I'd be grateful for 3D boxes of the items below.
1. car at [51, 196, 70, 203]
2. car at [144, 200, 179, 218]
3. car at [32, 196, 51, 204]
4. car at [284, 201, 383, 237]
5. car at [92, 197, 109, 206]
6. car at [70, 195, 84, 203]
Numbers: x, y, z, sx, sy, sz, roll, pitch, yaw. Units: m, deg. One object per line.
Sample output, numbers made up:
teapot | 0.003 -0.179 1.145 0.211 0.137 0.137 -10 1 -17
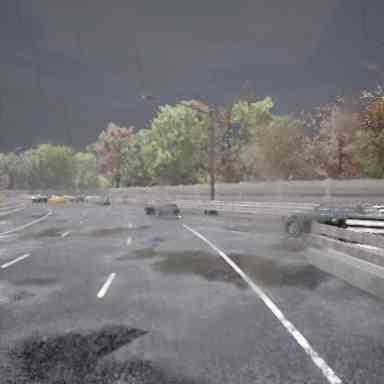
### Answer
car | -27.253 1.486 67.739 1.882 1.535 5.008 0 0 -40
car | -2.795 1.484 29.776 2.128 1.511 4.902 -1 0 -27
car | -29.992 1.506 65.560 1.882 1.535 5.008 0 0 -40
car | 6.614 1.271 15.636 2.097 1.767 4.553 0 0 -38
car | -15.709 1.625 57.155 1.994 1.385 4.181 0 0 -32
car | -24.143 1.501 69.545 1.837 1.490 4.892 0 0 -40
